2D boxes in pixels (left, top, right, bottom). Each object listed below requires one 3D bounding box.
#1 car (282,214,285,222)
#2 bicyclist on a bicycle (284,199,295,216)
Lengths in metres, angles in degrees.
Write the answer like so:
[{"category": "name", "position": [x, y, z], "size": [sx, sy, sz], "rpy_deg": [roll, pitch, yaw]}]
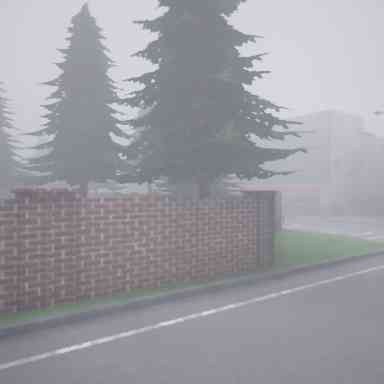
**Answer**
[{"category": "car", "position": [5.183, 1.751, 26.722], "size": [1.837, 1.490, 4.892], "rpy_deg": [0, 0, -34]}, {"category": "bicyclist on a bicycle", "position": [9.751, 1.573, 33.290], "size": [1.656, 1.620, 0.582], "rpy_deg": [0, 0, -34]}]
